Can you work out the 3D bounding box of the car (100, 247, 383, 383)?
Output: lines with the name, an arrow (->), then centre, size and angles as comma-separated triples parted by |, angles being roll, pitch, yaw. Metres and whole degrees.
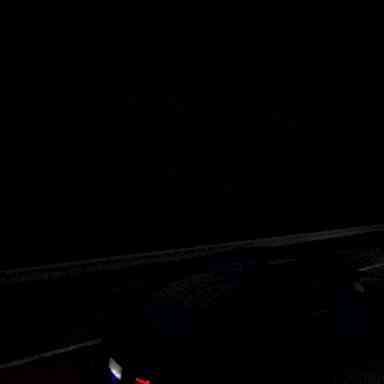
car -> 1.131, 1.513, 4.554 | 4.674, 1.442, 1.812 | 0, 0, -35
